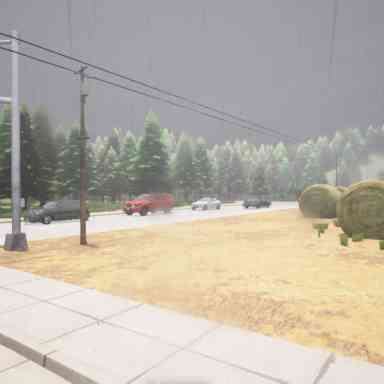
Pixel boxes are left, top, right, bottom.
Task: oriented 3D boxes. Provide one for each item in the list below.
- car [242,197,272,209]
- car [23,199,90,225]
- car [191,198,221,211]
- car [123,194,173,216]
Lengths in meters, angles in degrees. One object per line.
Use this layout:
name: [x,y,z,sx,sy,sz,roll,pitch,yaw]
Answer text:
car: [8.467,1.410,43.134,2.033,1.411,5.357,0,0,37]
car: [-9.926,1.362,24.612,2.097,1.767,4.553,0,0,37]
car: [1.777,1.431,40.324,1.812,1.442,4.674,0,0,37]
car: [-4.139,1.179,32.386,2.150,2.045,5.566,0,0,37]
